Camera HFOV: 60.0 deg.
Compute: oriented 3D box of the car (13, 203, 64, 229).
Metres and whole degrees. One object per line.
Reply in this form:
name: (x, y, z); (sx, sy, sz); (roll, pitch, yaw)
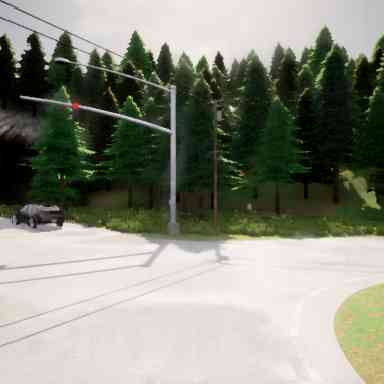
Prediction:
car: (-10.109, 1.505, 21.799); (4.892, 1.490, 1.837); (0, 0, 44)
